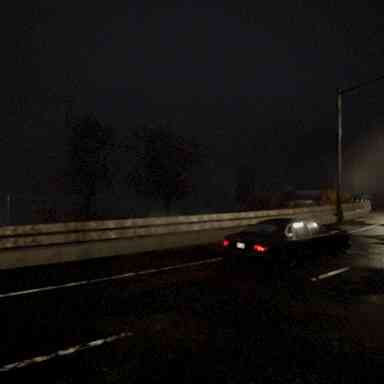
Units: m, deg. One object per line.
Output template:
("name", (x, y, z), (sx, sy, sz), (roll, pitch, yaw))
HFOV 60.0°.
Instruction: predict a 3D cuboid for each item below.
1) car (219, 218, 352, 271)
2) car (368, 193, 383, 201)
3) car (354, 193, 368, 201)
("car", (3.305, 1.574, 11.117), (5.357, 1.411, 2.033), (0, 0, -40))
("car", (43.303, 1.210, 80.470), (2.150, 2.045, 5.566), (0, 0, 4))
("car", (39.819, 1.536, 80.797), (2.033, 1.411, 5.357), (0, 0, 4))
